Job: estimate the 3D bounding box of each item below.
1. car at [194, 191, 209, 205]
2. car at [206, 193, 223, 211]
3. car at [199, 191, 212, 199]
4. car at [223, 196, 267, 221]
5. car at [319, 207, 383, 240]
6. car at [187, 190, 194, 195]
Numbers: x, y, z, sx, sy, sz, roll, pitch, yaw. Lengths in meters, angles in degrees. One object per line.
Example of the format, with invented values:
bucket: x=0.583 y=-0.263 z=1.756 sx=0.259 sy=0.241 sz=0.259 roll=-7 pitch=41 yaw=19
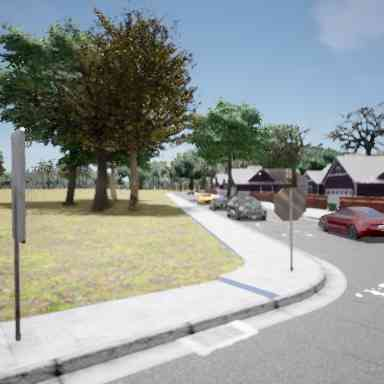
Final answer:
car: x=1.877 y=0.945 z=45.425 sx=1.882 sy=1.535 sz=5.008 roll=-1 pitch=1 yaw=-6
car: x=2.986 y=1.177 z=34.874 sx=1.994 sy=1.385 sz=4.181 roll=-1 pitch=1 yaw=-6
car: x=2.565 y=0.635 z=65.992 sx=1.837 sy=1.490 sz=4.892 roll=-1 pitch=1 yaw=-6
car: x=4.025 y=1.101 z=24.954 sx=2.097 sy=1.767 sz=4.553 roll=-1 pitch=1 yaw=-6
car: x=7.872 y=1.407 z=16.089 sx=1.994 sy=1.385 sz=4.181 roll=-1 pitch=1 yaw=-5
car: x=-0.340 y=0.176 z=93.506 sx=1.812 sy=1.442 sz=4.674 roll=-1 pitch=1 yaw=-6
